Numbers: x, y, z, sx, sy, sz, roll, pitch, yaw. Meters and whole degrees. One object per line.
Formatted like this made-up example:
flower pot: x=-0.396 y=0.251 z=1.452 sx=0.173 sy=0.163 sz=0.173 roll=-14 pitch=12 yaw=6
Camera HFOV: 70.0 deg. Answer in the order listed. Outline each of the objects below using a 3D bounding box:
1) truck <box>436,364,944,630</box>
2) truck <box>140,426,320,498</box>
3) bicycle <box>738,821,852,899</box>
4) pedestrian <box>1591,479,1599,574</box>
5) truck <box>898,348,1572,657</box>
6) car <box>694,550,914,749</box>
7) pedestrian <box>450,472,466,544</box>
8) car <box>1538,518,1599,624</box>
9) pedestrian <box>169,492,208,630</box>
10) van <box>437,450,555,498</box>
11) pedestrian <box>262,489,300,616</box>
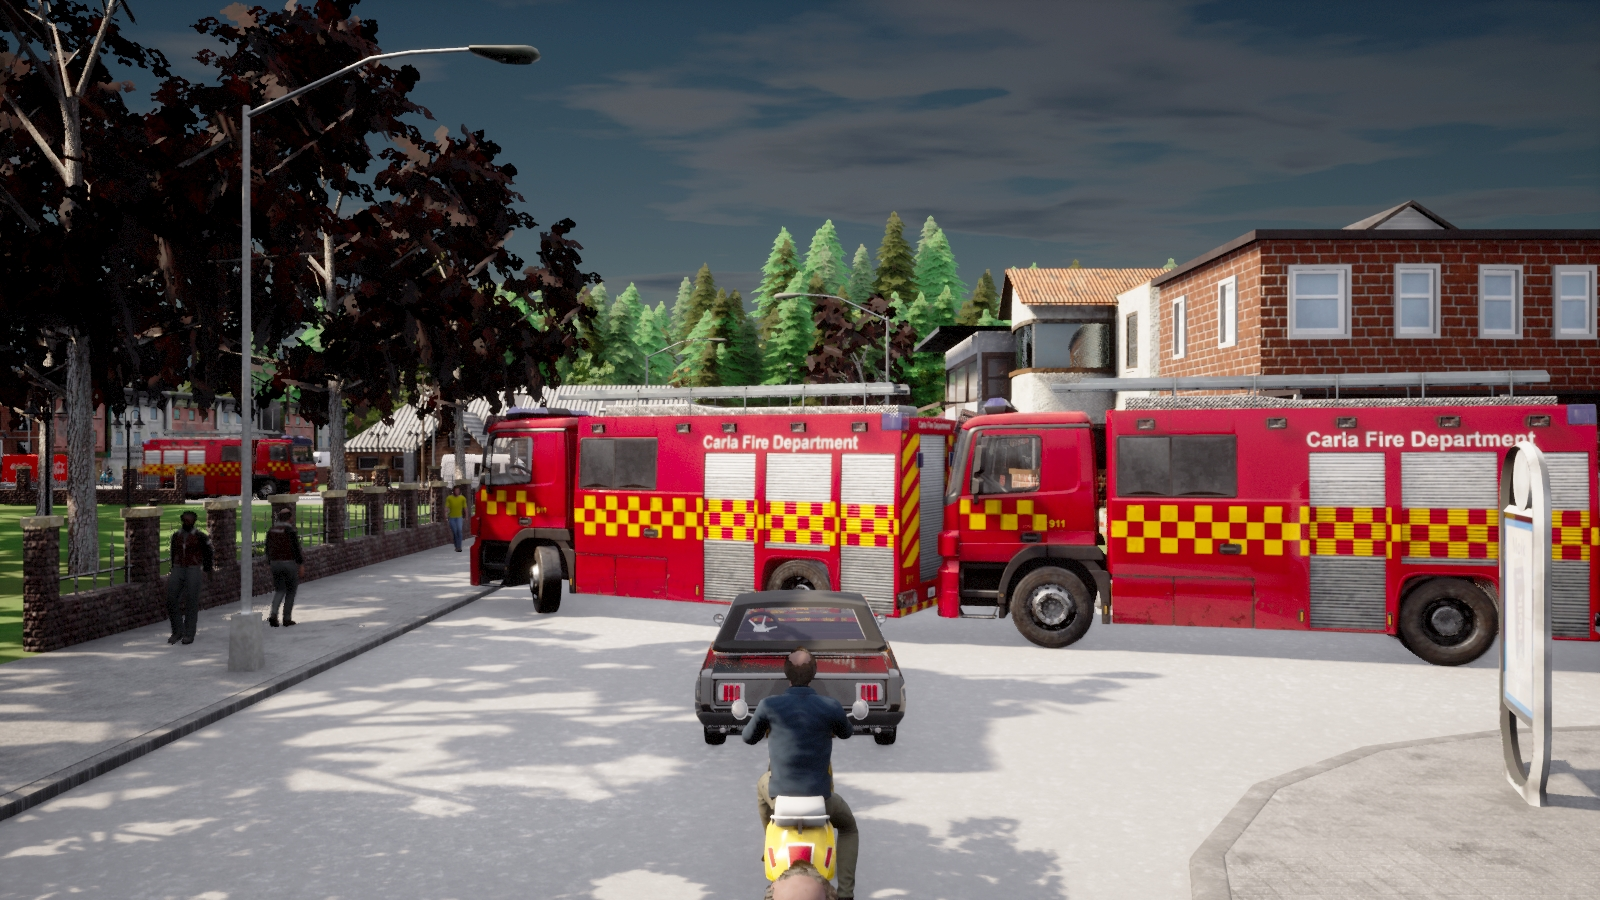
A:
truck: x=-2.040 y=0.664 z=19.658 sx=8.468 sy=3.827 sz=2.891 roll=0 pitch=0 yaw=27
truck: x=-31.187 y=0.645 z=62.717 sx=8.468 sy=3.827 sz=2.891 roll=0 pitch=0 yaw=1
bicycle: x=-0.015 y=1.938 z=3.086 sx=0.329 sy=1.271 sz=1.835 roll=0 pitch=0 yaw=0
pedestrian: x=15.956 y=1.506 z=22.581 sx=0.375 sy=1.860 sz=0.375 roll=0 pitch=0 yaw=2
truck: x=5.882 y=0.661 z=16.699 sx=8.468 sy=3.827 sz=2.891 roll=0 pitch=0 yaw=16
car: x=0.033 y=1.930 z=12.217 sx=1.895 sy=1.301 sz=4.718 roll=0 pitch=0 yaw=0
pedestrian: x=-8.943 y=1.513 z=29.882 sx=0.375 sy=1.860 sz=0.375 roll=0 pitch=0 yaw=-18
car: x=14.266 y=1.835 z=17.290 sx=4.792 sy=1.488 sz=2.163 roll=0 pitch=0 yaw=0
pedestrian: x=-8.449 y=1.518 z=15.790 sx=0.375 sy=1.860 sz=0.375 roll=0 pitch=0 yaw=-9
van: x=-16.613 y=1.289 z=62.612 sx=5.915 sy=2.561 sz=1.988 roll=0 pitch=0 yaw=0
pedestrian: x=-7.753 y=1.515 z=17.069 sx=0.375 sy=1.860 sz=0.375 roll=0 pitch=0 yaw=7
